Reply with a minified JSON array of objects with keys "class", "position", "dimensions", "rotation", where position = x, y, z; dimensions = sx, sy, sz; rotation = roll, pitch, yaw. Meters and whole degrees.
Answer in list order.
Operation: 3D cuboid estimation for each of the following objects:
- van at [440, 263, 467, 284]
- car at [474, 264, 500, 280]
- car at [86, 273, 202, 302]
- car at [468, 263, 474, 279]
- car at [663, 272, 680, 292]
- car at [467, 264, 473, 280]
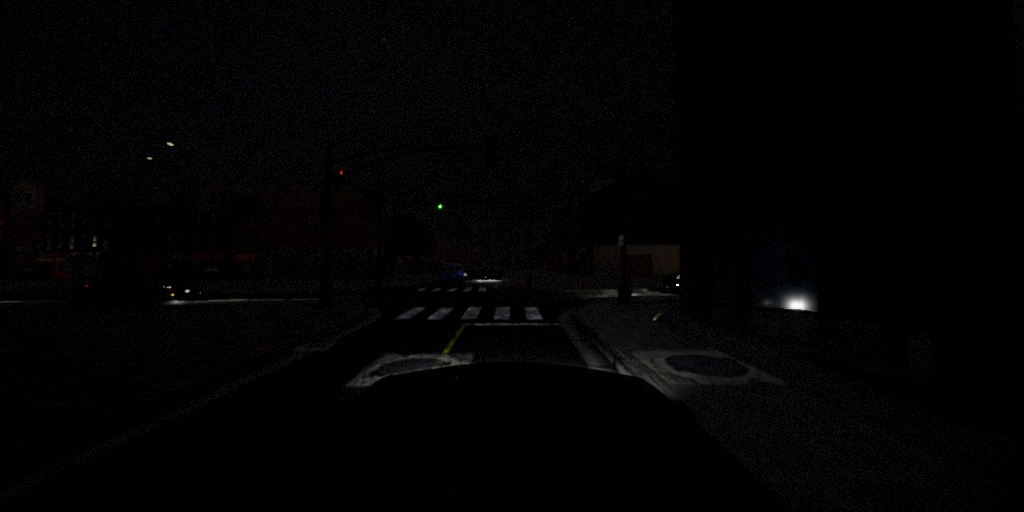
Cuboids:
[{"class":"van","position":[-5.400,1.520,32.264],"dimensions":[1.690,1.789,3.998],"rotation":[0,0,0]},{"class":"car","position":[-2.781,1.926,40.578],"dimensions":[2.033,1.411,5.357],"rotation":[0,-1,0]},{"class":"car","position":[-17.156,1.471,16.771],"dimensions":[4.181,1.385,1.994],"rotation":[0,-3,0]},{"class":"car","position":[-5.416,1.693,40.567],"dimensions":[2.192,1.841,5.009],"rotation":[0,0,0]},{"class":"car","position":[10.796,1.097,19.814],"dimensions":[4.553,1.767,2.097],"rotation":[-1,-3,0]},{"class":"car","position":[-5.407,1.809,35.583],"dimensions":[2.007,1.370,4.403],"rotation":[0,0,0]}]
